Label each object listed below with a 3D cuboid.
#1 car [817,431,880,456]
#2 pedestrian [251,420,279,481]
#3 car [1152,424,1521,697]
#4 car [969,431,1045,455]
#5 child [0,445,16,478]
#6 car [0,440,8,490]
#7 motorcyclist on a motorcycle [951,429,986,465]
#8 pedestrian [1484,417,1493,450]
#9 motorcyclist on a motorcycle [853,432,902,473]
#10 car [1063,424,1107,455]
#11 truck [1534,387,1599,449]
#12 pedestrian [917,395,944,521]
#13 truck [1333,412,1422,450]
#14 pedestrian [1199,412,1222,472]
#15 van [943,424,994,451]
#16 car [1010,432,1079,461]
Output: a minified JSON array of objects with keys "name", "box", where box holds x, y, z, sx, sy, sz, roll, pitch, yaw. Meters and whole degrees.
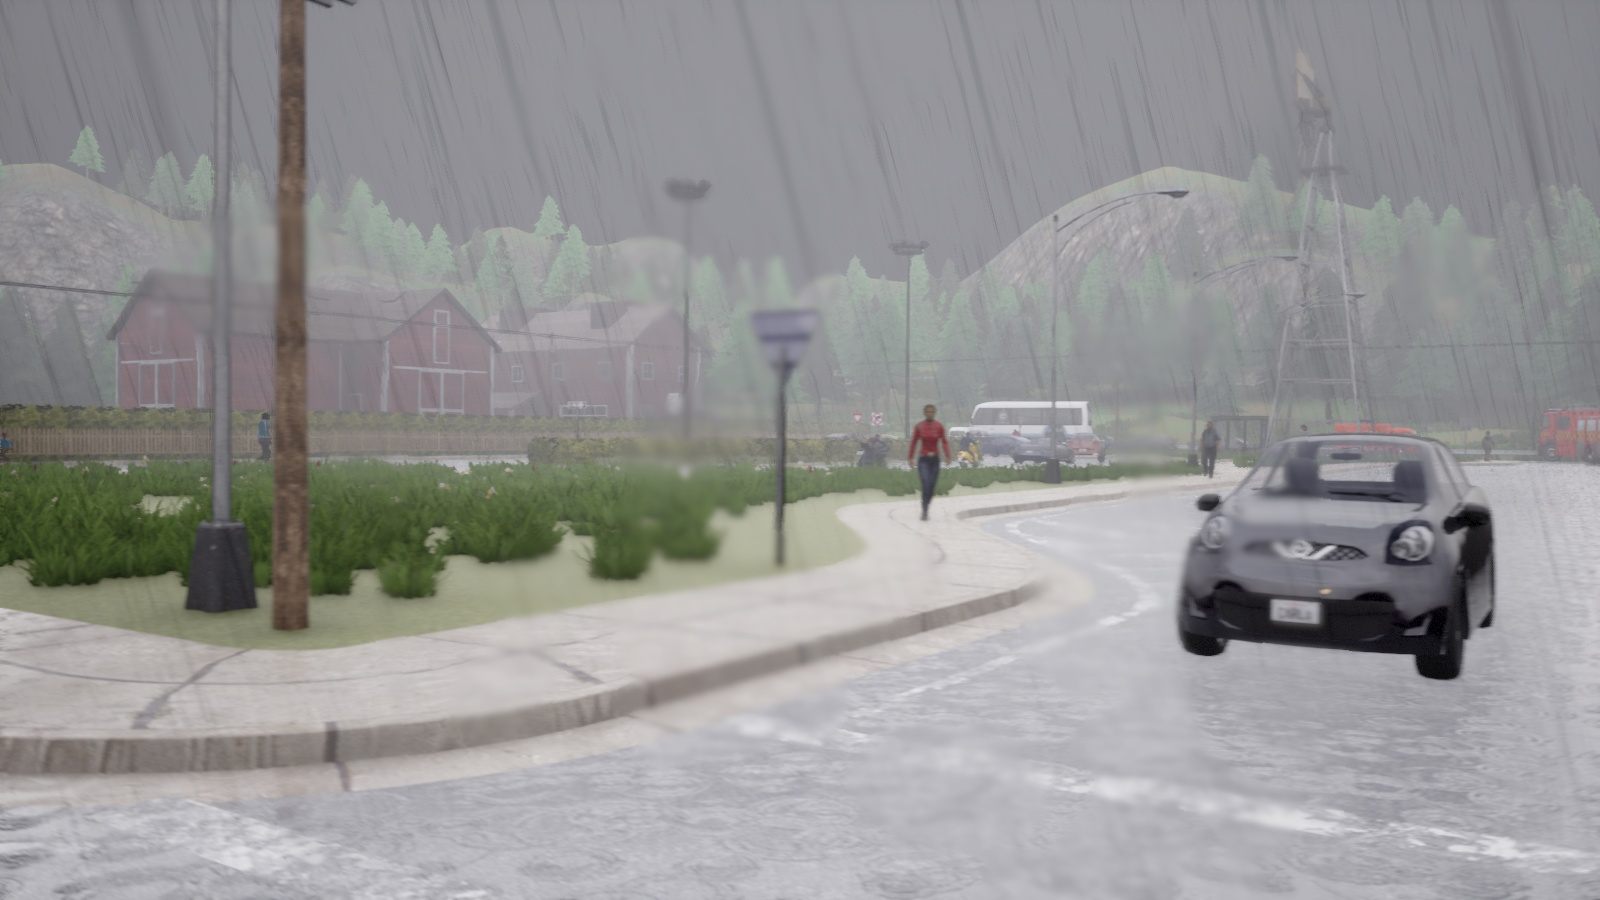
[{"name":"car","box":[3.138,-0.438,80.704,2.007,1.525,4.514,0,1,33]},{"name":"pedestrian","box":[-16.925,0.009,39.764,0.396,1.930,0.692,0,1,45]},{"name":"car","box":[3.997,0.585,9.002,1.845,1.501,3.633,0,1,33]},{"name":"car","box":[13.194,-0.448,80.331,1.812,1.442,4.674,-1,1,-41]},{"name":"child","box":[-28.693,0.423,45.440,0.343,1.192,0.448,0,1,8]},{"name":"car","box":[-26.027,0.473,37.709,3.633,1.501,1.845,-1,1,-38]},{"name":"motorcyclist on a motorcycle","box":[7.519,-0.139,55.956,0.866,1.590,1.817,0,1,33]},{"name":"pedestrian","box":[39.777,-0.962,72.586,0.396,1.930,0.692,0,1,32]},{"name":"motorcyclist on a motorcycle","box":[3.022,0.078,48.986,0.866,1.530,2.191,0,1,35]},{"name":"car","box":[16.264,-0.605,71.490,2.152,1.651,5.027,0,1,16]},{"name":"truck","box":[50.995,-2.002,80.992,2.891,3.827,8.468,0,1,5]},{"name":"pedestrian","box":[1.960,0.114,18.862,0.331,1.846,0.636,-1,1,0]},{"name":"truck","box":[39.527,-1.283,86.021,5.204,2.467,2.627,0,1,34]},{"name":"pedestrian","box":[12.828,-0.262,39.245,0.540,1.848,0.694,0,1,31]},{"name":"van","box":[12.816,-0.949,95.358,2.069,2.038,4.480,0,1,33]},{"name":"car","box":[12.381,-0.174,63.370,1.994,1.385,4.181,0,1,33]}]
